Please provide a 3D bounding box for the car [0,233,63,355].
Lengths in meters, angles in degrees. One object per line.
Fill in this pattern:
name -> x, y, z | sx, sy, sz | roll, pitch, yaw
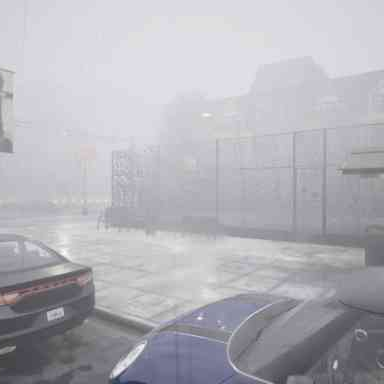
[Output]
car -> -3.844, 1.480, 5.864 | 5.008, 1.535, 2.097 | 0, 0, 35

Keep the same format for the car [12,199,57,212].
car -> -18.071, 1.564, 38.877 | 1.994, 1.385, 4.181 | 0, 0, 35

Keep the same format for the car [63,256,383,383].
car -> 1.474, 1.354, 2.256 | 4.553, 1.767, 2.185 | 0, 0, 35

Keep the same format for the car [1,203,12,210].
car -> -20.634, 1.547, 41.321 | 2.033, 1.411, 5.357 | 0, 0, 35
